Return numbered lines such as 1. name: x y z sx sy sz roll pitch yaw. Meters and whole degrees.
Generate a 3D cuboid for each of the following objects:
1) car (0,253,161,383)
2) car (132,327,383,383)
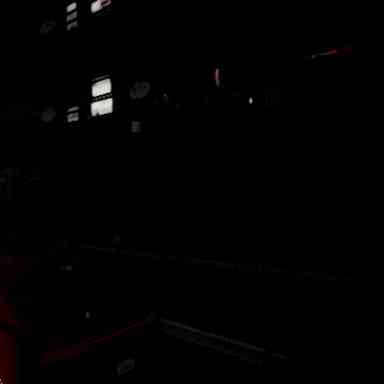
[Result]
1. car: -2.449 1.515 4.484 4.507 1.381 1.887 0 -1 35
2. car: 2.058 1.553 1.279 4.507 1.381 1.887 0 -1 35
